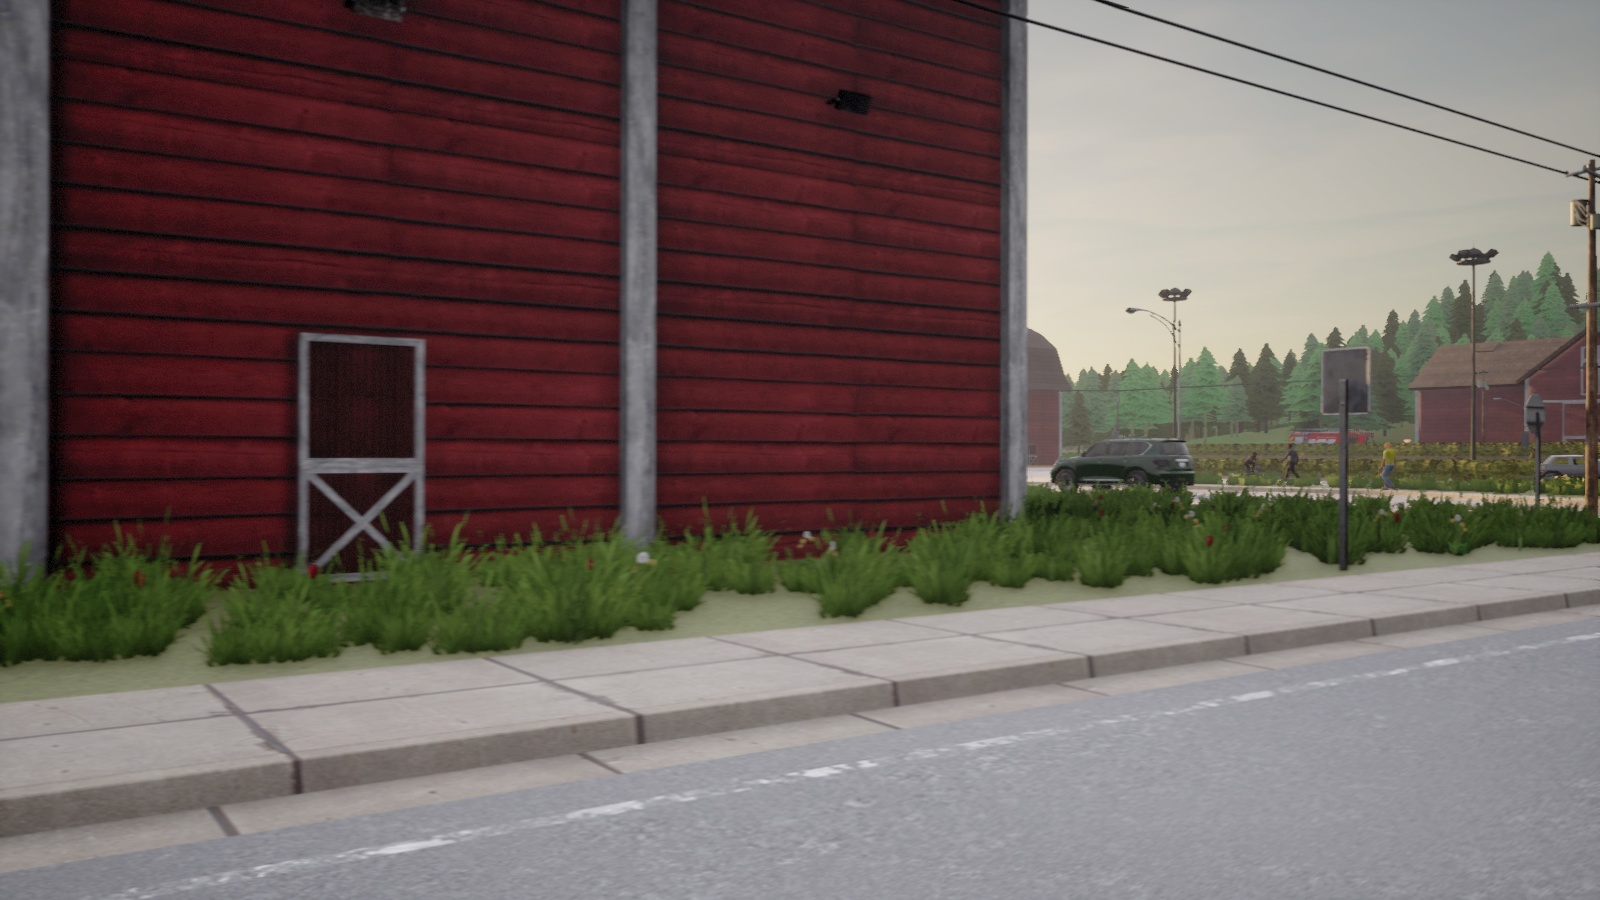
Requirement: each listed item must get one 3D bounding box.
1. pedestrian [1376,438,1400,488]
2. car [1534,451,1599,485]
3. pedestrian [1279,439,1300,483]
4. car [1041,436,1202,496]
[{"bbox_3d":[21.494,0.467,45.899,0.354,1.836,0.706,0,0,-28],"label":"pedestrian"},{"bbox_3d":[34.945,0.773,55.802,3.806,1.475,1.970,0,0,24],"label":"car"},{"bbox_3d":[21.638,0.488,55.512,0.423,1.949,0.788,0,0,-36],"label":"pedestrian"},{"bbox_3d":[11.600,0.551,45.723,2.150,2.045,5.566,0,0,-36],"label":"car"}]
